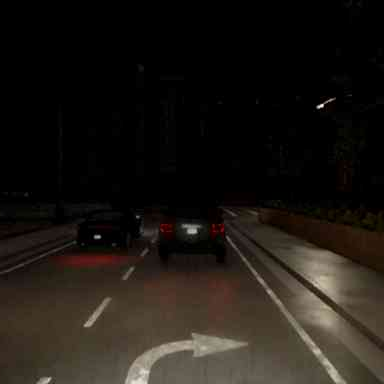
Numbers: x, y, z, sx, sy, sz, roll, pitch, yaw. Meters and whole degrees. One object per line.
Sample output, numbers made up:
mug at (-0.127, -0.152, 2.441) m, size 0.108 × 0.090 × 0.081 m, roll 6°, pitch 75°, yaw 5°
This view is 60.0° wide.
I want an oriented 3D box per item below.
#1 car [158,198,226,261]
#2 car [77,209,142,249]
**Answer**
car at (0.028, 1.233, 12.413) m, size 2.150 × 2.045 × 5.566 m, roll 0°, pitch 0°, yaw 0°
car at (-3.450, 1.489, 14.693) m, size 1.882 × 1.535 × 5.008 m, roll 0°, pitch 0°, yaw 0°
